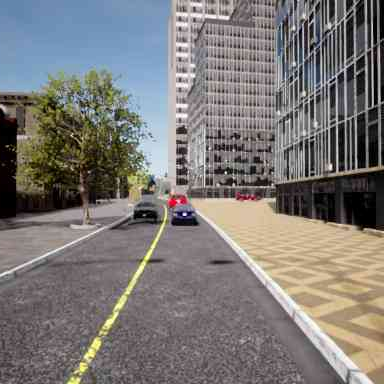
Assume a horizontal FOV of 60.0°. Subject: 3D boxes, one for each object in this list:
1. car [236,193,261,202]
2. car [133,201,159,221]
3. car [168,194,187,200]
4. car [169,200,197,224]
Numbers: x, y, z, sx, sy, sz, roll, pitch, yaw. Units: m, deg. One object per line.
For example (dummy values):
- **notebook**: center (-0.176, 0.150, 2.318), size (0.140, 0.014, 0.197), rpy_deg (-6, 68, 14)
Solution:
- **car**: center (11.590, 1.212, 68.747), size (5.009, 1.841, 2.192), rpy_deg (0, -1, 13)
- **car**: center (-3.731, 1.482, 27.554), size (1.882, 1.535, 5.008), rpy_deg (0, 0, -4)
- **car**: center (-1.762, 1.232, 41.077), size (2.150, 2.045, 5.566), rpy_deg (0, 0, -5)
- **car**: center (-0.635, 1.554, 24.939), size (2.033, 1.411, 5.357), rpy_deg (0, 0, -3)
